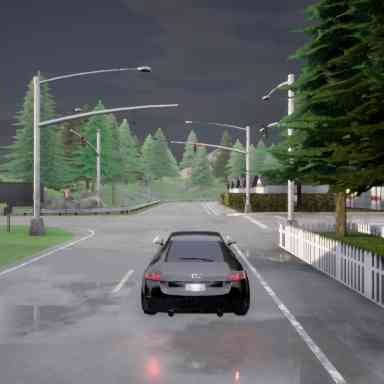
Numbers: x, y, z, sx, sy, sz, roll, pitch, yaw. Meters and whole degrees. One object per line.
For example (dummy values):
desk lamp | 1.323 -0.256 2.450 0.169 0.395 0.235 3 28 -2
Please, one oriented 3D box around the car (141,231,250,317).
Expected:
car | 0.077 1.564 7.565 1.994 1.385 4.181 0 0 1
